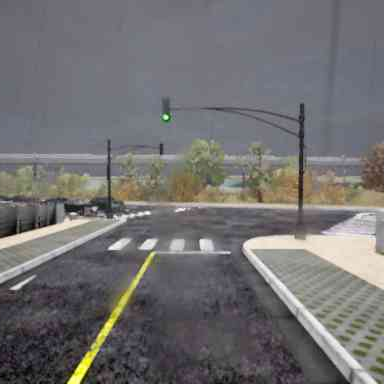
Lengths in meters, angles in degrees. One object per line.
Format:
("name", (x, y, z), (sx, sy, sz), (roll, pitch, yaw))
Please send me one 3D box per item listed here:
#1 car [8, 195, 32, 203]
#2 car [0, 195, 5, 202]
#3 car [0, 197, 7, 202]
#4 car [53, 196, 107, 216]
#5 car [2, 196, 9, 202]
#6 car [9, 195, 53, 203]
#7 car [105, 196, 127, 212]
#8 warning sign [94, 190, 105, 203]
("car", (-30.863, 1.236, 59.719), (4.674, 1.442, 1.812), (0, 2, 36))
("car", (-38.989, 1.238, 65.621), (4.718, 1.301, 1.895), (0, 2, 36))
("car", (-27.491, 1.657, 45.135), (4.718, 1.301, 1.895), (0, 2, 37))
("car", (-11.297, 1.485, 33.335), (4.902, 1.511, 2.128), (0, 2, 36))
("car", (-24.469, 1.450, 46.952), (4.674, 1.442, 1.812), (0, 2, 36))
("car", (-18.753, 1.374, 38.751), (4.553, 1.767, 2.097), (0, 2, 36))
("car", (-9.158, 1.218, 35.790), (4.553, 1.767, 2.097), (0, 2, 36))
("warning sign", (-14.249, 0.651, 51.185), (1.060, 1.860, 1.300), (2, 2, 36))
